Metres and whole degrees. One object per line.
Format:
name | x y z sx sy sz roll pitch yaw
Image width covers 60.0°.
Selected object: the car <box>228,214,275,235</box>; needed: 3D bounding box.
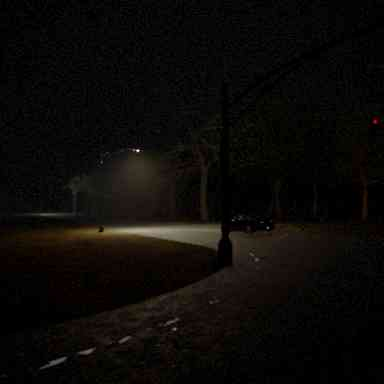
car | 4.182 2.443 25.595 2.128 1.511 4.902 0 -3 -29
